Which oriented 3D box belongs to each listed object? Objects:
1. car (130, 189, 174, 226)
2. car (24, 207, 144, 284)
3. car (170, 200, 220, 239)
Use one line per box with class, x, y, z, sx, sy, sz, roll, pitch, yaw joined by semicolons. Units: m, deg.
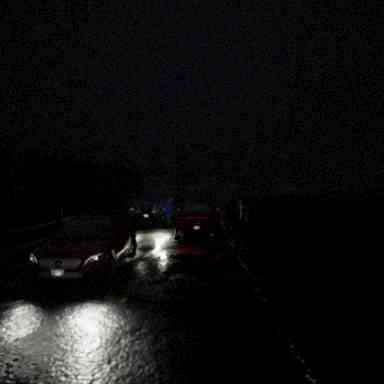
car;-2.306;0.871;20.471;2.150;2.045;5.566;0;1;3
car;-2.734;1.373;9.241;1.812;1.442;4.674;0;1;2
car;0.281;1.199;15.501;1.882;1.535;5.008;0;1;2
